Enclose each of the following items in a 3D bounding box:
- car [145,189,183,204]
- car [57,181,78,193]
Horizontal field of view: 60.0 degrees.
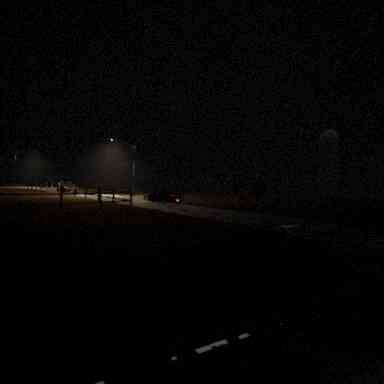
[{"bbox_3d":[-2.833,0.435,32.979,1.837,1.490,4.892,2,1,-38],"label":"car"},{"bbox_3d":[-18.701,-0.809,49.971,2.097,1.767,4.553,2,1,-36],"label":"car"}]
